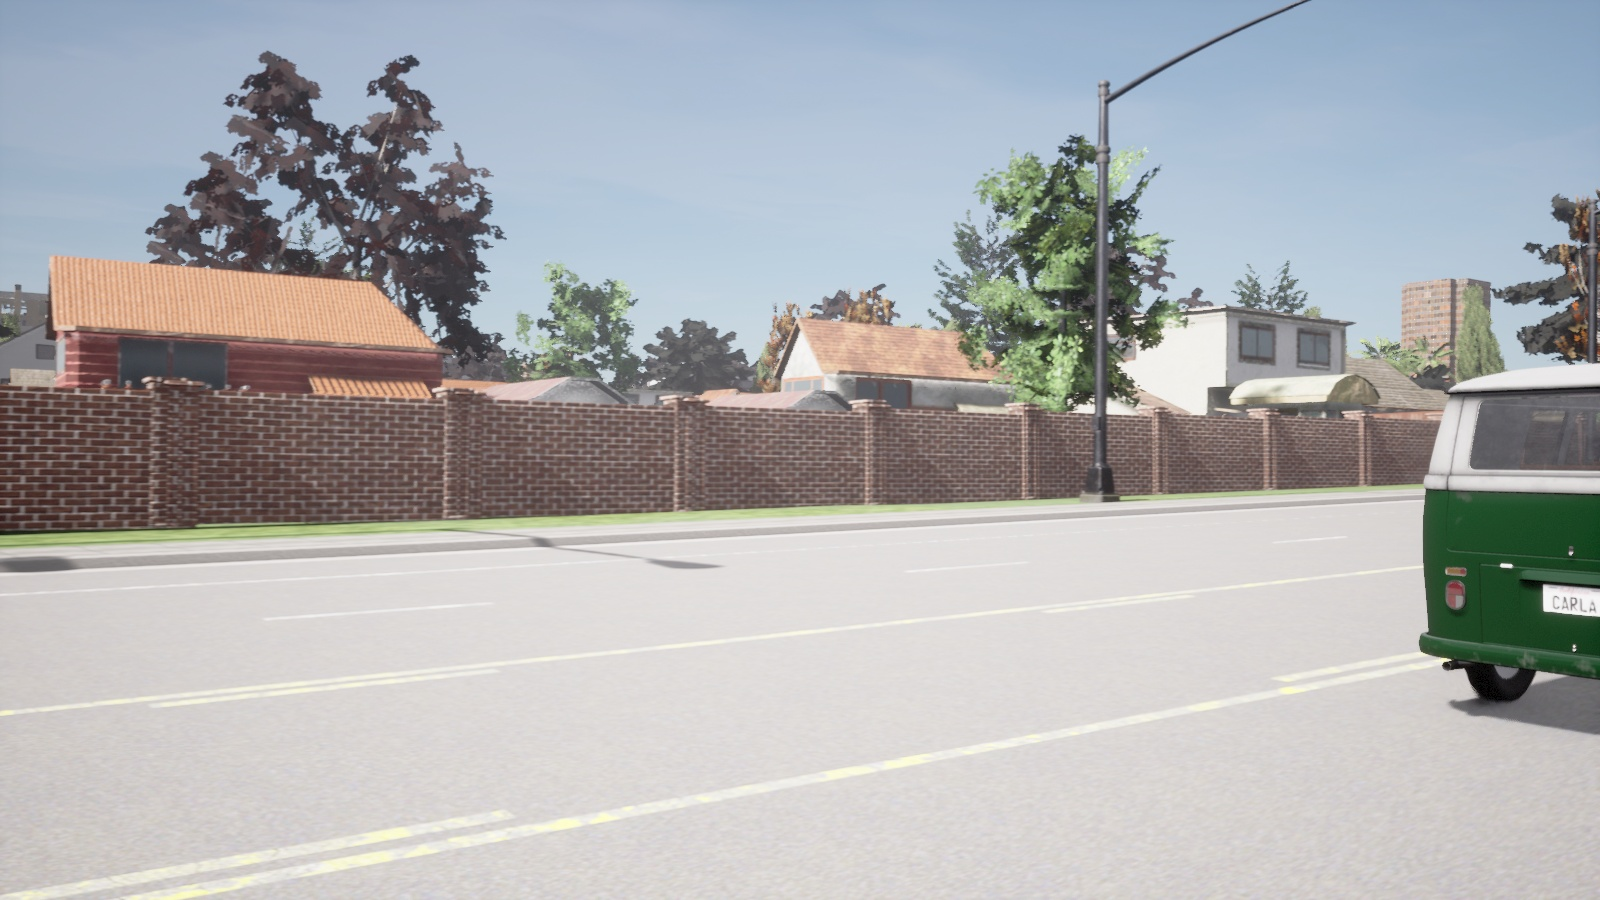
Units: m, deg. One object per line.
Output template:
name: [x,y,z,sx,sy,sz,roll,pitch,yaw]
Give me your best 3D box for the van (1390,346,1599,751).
van: [5.647,0.469,7.589,4.442,1.987,1.775,-1,0,-35]
